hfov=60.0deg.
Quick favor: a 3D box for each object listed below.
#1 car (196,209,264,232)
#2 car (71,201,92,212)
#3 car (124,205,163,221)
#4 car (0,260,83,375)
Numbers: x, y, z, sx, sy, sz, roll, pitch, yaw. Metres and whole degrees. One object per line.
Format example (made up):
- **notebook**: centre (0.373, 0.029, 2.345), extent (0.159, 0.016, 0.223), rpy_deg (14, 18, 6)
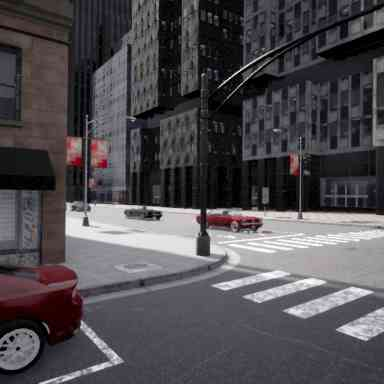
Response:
- **car**: centre (2.371, 1.813, 21.715), extent (1.895, 1.301, 4.718), rpy_deg (1, -1, -36)
- **car**: centre (-15.598, 2.026, 46.684), extent (1.837, 1.490, 4.892), rpy_deg (1, -2, -35)
- **car**: centre (-4.631, 1.946, 31.399), extent (1.895, 1.301, 4.718), rpy_deg (1, -1, -36)
- **car**: centre (-3.672, 1.545, 4.013), extent (4.507, 1.381, 1.887), rpy_deg (0, 1, -36)
